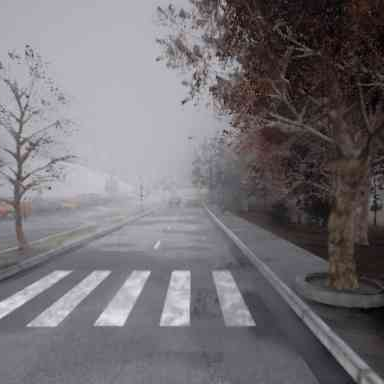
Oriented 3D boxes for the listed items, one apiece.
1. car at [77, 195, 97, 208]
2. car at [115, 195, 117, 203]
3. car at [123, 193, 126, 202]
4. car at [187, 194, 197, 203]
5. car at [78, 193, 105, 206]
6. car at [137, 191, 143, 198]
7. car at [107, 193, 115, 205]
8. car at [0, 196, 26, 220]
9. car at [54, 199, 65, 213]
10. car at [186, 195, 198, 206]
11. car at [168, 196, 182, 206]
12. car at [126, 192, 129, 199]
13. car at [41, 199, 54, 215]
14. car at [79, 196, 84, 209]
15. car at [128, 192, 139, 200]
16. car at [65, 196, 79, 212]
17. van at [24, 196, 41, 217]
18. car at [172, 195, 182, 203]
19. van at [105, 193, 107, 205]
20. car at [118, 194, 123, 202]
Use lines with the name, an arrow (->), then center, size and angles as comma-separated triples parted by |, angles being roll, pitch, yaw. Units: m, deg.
car -> -16.863, 1.625, 48.803 | 4.674, 1.452, 2.002 | -1, 1, -20
car -> -16.853, 1.489, 60.739 | 4.892, 1.521, 2.231 | -1, 1, -20
car -> -16.850, 1.451, 69.686 | 4.674, 1.452, 2.002 | -1, 1, -20
car -> -0.002, 1.292, 66.887 | 2.097, 1.767, 4.553 | 0, 0, 0
car -> -16.894, 1.314, 51.772 | 5.566, 2.045, 2.435 | -1, 1, -20
car -> -17.014, 1.225, 90.633 | 5.366, 1.575, 1.946 | -1, 1, -20
car -> -16.840, 1.262, 57.768 | 5.566, 2.045, 2.435 | -1, 0, -20
car -> -16.851, 1.486, 27.917 | 4.553, 1.767, 2.185 | -1, 0, -20
car -> -16.900, 1.661, 36.849 | 4.792, 1.488, 2.163 | -1, 0, -20
car -> -0.002, 1.509, 56.803 | 1.882, 1.535, 5.008 | 0, 1, 0
car -> -3.002, 1.522, 56.804 | 2.128, 1.511, 4.902 | 0, 0, 0
car -> -16.827, 1.414, 72.704 | 4.792, 1.488, 2.163 | -1, 0, -20
car -> -16.870, 1.667, 33.877 | 4.674, 1.452, 2.002 | -1, 0, -20
car -> -16.842, 1.646, 42.846 | 4.792, 1.488, 2.163 | -1, 0, -20
car -> -16.820, 1.309, 84.709 | 4.792, 1.488, 2.163 | -1, 0, -20
car -> -16.700, 1.619, 39.918 | 5.366, 1.575, 1.946 | -1, 0, -20
van -> -16.772, 1.397, 30.945 | 4.442, 1.987, 1.878 | -1, -1, -20
car -> -3.002, 1.459, 66.917 | 1.812, 1.442, 4.674 | 0, 1, 0
van -> -16.758, 1.312, 54.815 | 4.442, 1.987, 1.878 | -1, 0, -20
car -> -16.828, 1.310, 66.712 | 4.553, 1.767, 2.185 | -1, 1, -20
